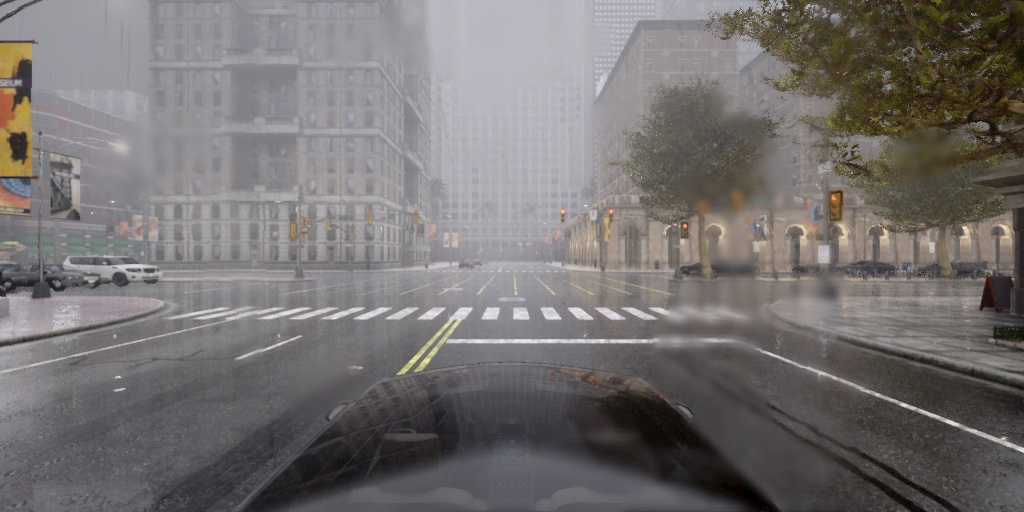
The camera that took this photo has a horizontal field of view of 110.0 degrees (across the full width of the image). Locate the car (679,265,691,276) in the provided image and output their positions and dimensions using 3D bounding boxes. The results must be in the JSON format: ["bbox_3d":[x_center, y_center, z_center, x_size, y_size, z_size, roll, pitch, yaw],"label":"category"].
[{"bbox_3d":[19.267,1.225,36.003,5.008,1.535,1.882,0,0,0],"label":"car"}]

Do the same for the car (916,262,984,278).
[{"bbox_3d":[39.425,1.251,32.400,4.892,1.490,1.837,0,0,0],"label":"car"}]

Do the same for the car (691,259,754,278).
[{"bbox_3d":[19.254,1.099,32.504,4.553,1.767,2.097,0,0,0],"label":"car"}]

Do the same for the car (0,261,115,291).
[{"bbox_3d":[-27.067,1.240,21.036,4.902,1.511,2.128,0,0,0],"label":"car"}]

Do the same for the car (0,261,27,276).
[{"bbox_3d":[-52.548,1.252,36.916,4.892,1.490,1.837,0,0,20],"label":"car"}]

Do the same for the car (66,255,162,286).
[{"bbox_3d":[-27.388,0.969,24.552,5.566,2.045,2.150,0,0,2],"label":"car"}]

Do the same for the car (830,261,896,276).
[{"bbox_3d":[35.389,1.251,35.921,4.892,1.490,1.837,0,0,0],"label":"car"}]

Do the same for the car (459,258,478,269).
[{"bbox_3d":[-7.120,1.099,56.623,2.097,1.767,4.553,0,0,0],"label":"car"}]
